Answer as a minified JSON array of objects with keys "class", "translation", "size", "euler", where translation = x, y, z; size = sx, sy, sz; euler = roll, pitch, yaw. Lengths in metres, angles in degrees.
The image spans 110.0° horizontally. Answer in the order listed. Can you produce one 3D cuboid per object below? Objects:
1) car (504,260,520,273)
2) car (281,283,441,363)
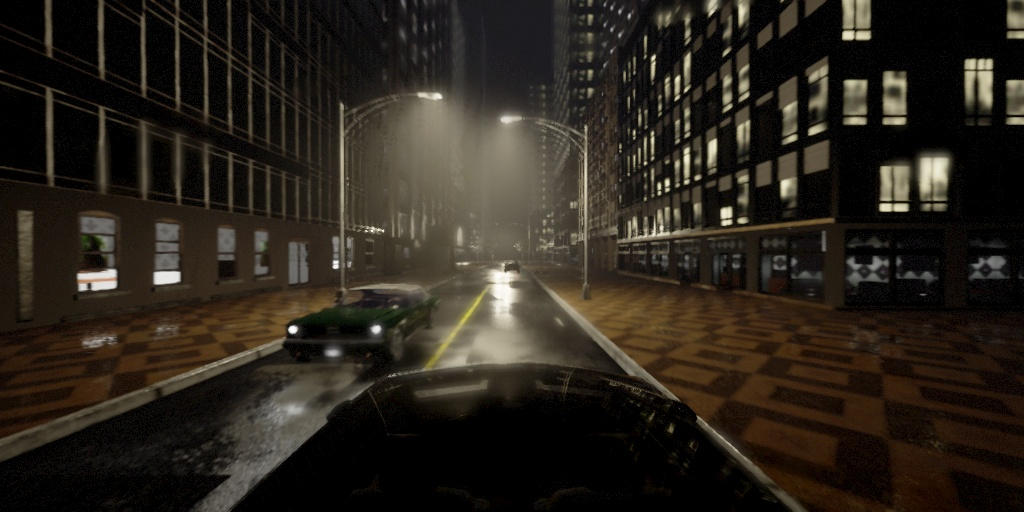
[{"class":"car","translation":[0.014,1.263,43.124],"size":[2.128,1.511,4.902],"euler":[0,0,0]},{"class":"car","translation":[-3.031,1.352,8.317],"size":[1.895,1.301,4.718],"euler":[0,0,1]}]
